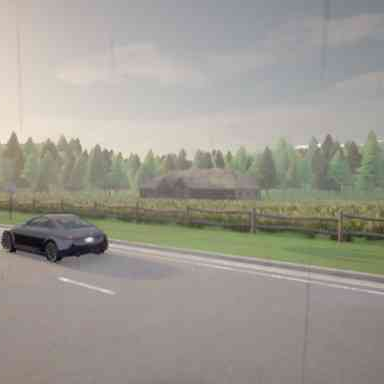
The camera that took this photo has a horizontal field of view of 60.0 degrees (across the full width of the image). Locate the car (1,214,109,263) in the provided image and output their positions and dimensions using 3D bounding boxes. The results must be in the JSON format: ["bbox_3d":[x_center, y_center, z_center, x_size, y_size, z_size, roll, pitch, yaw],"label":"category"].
[{"bbox_3d":[-4.892,1.472,11.752,4.181,1.385,1.994,1,0,36],"label":"car"}]
